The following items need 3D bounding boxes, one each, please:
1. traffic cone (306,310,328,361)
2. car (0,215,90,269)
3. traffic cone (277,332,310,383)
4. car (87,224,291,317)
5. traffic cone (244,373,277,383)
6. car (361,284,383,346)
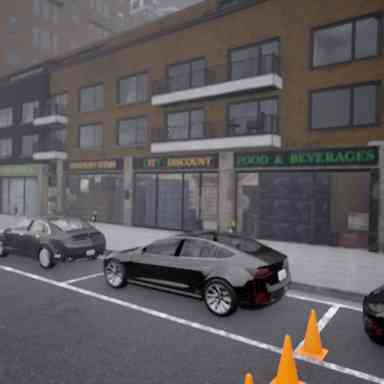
[{"bbox_3d":[1.675,1.939,4.624,0.340,0.580,0.340,1,1,36],"label":"traffic cone"},{"bbox_3d":[-4.588,1.417,10.516,4.403,1.369,2.008,1,1,36],"label":"car"},{"bbox_3d":[1.093,1.939,3.811,0.340,0.580,0.340,1,1,36],"label":"traffic cone"},{"bbox_3d":[-0.051,1.509,7.259,4.313,1.339,1.947,1,1,36],"label":"car"},{"bbox_3d":[0.509,1.939,2.999,0.340,0.580,0.340,1,1,36],"label":"traffic cone"},{"bbox_3d":[4.486,1.585,4.002,4.313,1.339,1.947,1,1,36],"label":"car"}]
